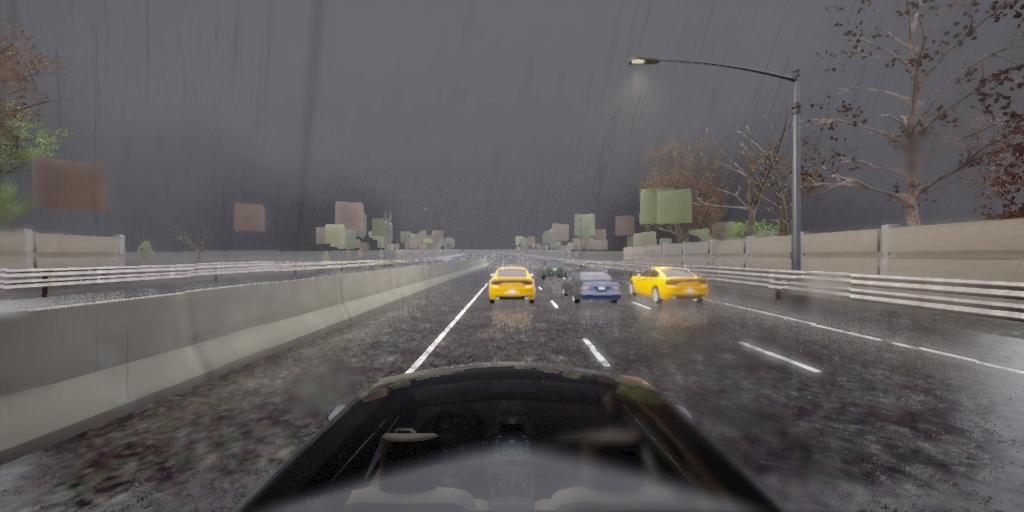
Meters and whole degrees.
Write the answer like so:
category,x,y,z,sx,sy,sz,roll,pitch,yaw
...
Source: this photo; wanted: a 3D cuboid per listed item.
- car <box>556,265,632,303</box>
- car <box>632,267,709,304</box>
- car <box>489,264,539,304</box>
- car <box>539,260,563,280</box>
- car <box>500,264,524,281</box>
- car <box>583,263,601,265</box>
category,x,y,z,sx,sy,sz,roll,pitch,yaw
car,3.500,1.311,16.500,2.033,1.411,5.357,0,0,0
car,7.000,1.233,16.500,1.882,1.535,5.008,0,0,0
car,0.000,1.233,16.500,1.882,1.535,5.008,0,0,0
car,3.500,1.114,31.470,2.097,1.767,4.553,0,0,0
car,0.000,1.364,31.530,1.895,1.301,4.718,0,0,0
car,7.000,1.311,31.500,2.033,1.411,5.357,0,0,0
